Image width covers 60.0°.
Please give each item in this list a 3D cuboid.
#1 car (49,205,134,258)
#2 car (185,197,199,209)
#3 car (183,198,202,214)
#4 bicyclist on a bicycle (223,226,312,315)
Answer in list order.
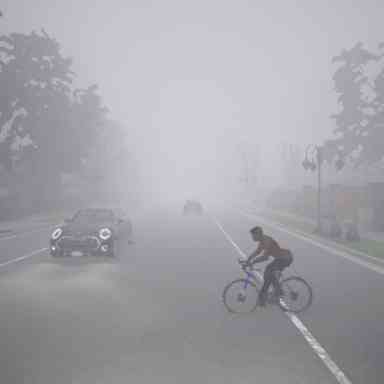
[{"bbox_3d":[-3.599,1.352,12.671,2.097,1.767,4.553,0,0,0],"label":"car"},{"bbox_3d":[-0.020,1.502,46.423,1.812,1.442,4.674,0,0,0],"label":"car"},{"bbox_3d":[0.047,1.489,34.650,2.128,1.511,4.902,0,0,0],"label":"car"},{"bbox_3d":[1.368,1.453,6.088,1.656,1.620,0.582,-2,0,0],"label":"bicyclist on a bicycle"}]
